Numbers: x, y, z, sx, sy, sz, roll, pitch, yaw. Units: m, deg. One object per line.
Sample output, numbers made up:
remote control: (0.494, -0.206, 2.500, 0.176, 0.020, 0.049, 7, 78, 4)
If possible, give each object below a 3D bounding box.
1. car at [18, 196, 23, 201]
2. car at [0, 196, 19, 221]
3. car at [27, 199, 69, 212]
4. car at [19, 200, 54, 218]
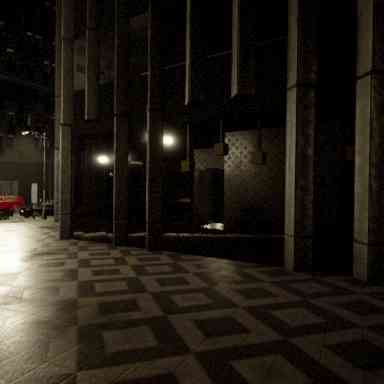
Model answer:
car: (-20.818, 1.353, 36.152, 2.192, 1.841, 5.009, 1, 0, 35)
car: (-17.118, 1.463, 26.616, 2.192, 1.841, 5.009, 1, 0, 35)
car: (-17.565, 1.634, 40.761, 1.947, 1.339, 4.313, 1, 0, 35)
car: (-13.865, 1.742, 31.227, 1.947, 1.339, 4.313, 1, 0, 35)
